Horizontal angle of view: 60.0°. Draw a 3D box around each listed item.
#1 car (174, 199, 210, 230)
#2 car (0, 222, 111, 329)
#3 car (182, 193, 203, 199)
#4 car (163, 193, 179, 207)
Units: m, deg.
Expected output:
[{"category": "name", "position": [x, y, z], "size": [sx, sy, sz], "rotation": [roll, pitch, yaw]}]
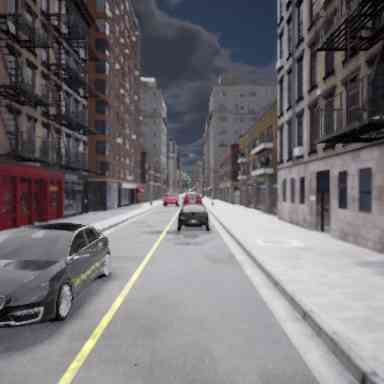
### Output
[{"category": "car", "position": [0.087, 1.455, 20.827], "size": [1.882, 1.535, 5.008], "rotation": [0, 0, 0]}, {"category": "car", "position": [-3.103, 1.497, 7.251], "size": [1.837, 1.490, 4.892], "rotation": [0, 0, 0]}, {"category": "car", "position": [0.070, 1.178, 37.409], "size": [2.150, 2.045, 5.566], "rotation": [0, 0, 0]}, {"category": "car", "position": [-3.085, 1.165, 50.195], "size": [2.150, 2.045, 5.566], "rotation": [0, 0, 0]}]
